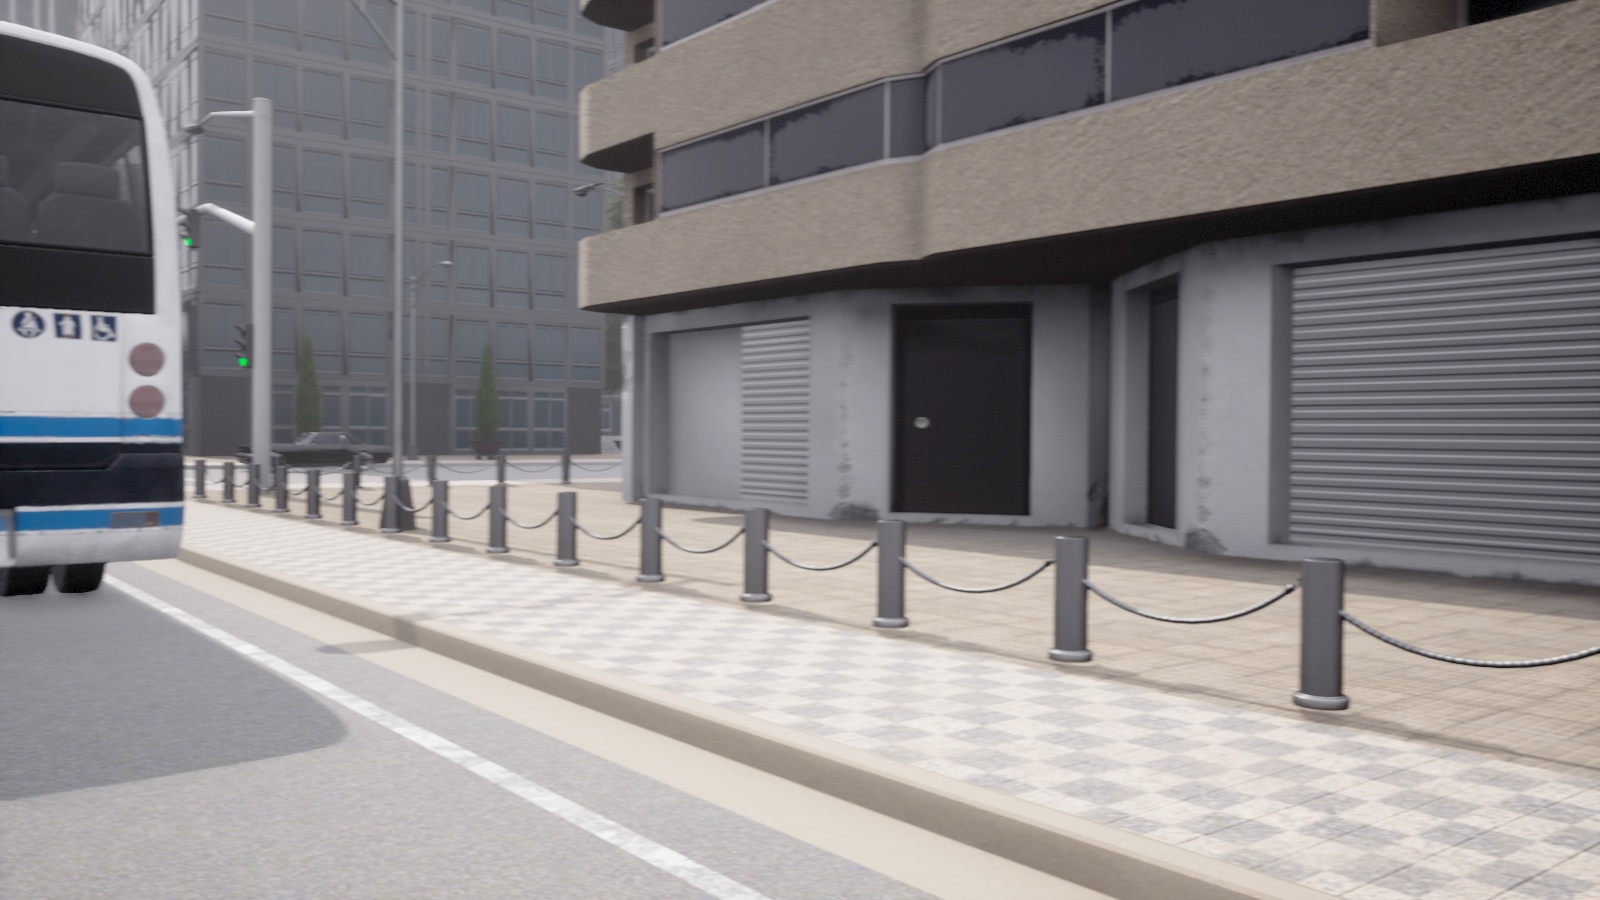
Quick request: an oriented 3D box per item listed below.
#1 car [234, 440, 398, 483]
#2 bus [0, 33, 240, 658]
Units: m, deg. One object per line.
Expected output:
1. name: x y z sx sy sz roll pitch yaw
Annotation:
1. car: -16.068 0.353 41.823 4.718 1.301 1.895 -1 1 -38
2. bus: -9.007 -0.728 12.279 3.944 4.253 10.273 -1 1 -38
